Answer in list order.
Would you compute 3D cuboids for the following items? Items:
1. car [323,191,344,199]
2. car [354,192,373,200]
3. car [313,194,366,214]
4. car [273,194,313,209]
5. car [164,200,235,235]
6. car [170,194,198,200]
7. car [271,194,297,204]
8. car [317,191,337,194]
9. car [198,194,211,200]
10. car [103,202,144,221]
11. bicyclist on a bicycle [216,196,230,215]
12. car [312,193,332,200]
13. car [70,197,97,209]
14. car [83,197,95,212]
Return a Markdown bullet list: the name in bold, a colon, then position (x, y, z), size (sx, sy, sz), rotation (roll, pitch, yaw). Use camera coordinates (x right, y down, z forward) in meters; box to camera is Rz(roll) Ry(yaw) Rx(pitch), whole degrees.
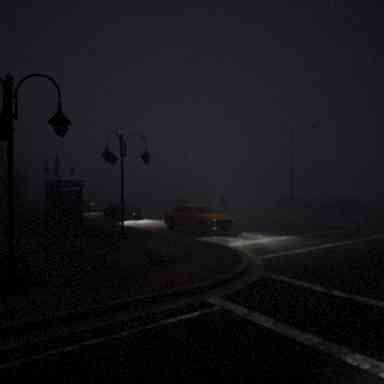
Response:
- **car**: position (31.804, 0.651, 75.003), size (1.905, 1.878, 3.866), rotation (0, 0, -36)
- **car**: position (33.701, 0.693, 66.690), size (1.932, 1.855, 4.605), rotation (0, 0, -36)
- **car**: position (13.508, 1.207, 30.574), size (1.845, 1.501, 3.633), rotation (0, 0, -36)
- **car**: position (11.622, 1.198, 38.346), size (1.970, 1.475, 3.806), rotation (0, 0, -36)
- **car**: position (0.280, 1.422, 18.919), size (1.882, 1.535, 5.008), rotation (0, 0, -36)
- **car**: position (-1.627, 1.171, 51.756), size (2.007, 1.523, 4.514), rotation (0, 0, -36)
- **car**: position (14.995, 1.057, 54.260), size (1.845, 1.501, 3.633), rotation (0, 0, -36)
- **car**: position (23.151, 0.972, 60.032), size (2.007, 1.523, 4.514), rotation (0, 0, -36)
- **car**: position (0.895, 1.142, 53.622), size (2.152, 1.636, 5.027), rotation (0, 0, -36)
- **car**: position (-5.624, 1.508, 27.030), size (1.994, 1.385, 4.181), rotation (0, 0, -36)
- **bicyclist on a bicycle**: position (2.653, 1.197, 28.365), size (1.656, 1.620, 0.582), rotation (-1, 0, -36)
- **car**: position (28.745, 0.956, 73.570), size (1.970, 1.475, 3.806), rotation (0, 0, -36)
- **car**: position (-14.959, 1.448, 45.729), size (1.812, 1.442, 4.674), rotation (0, 0, -40)
- **car**: position (-12.281, 1.296, 36.192), size (2.097, 1.767, 4.553), rotation (0, 0, -36)
